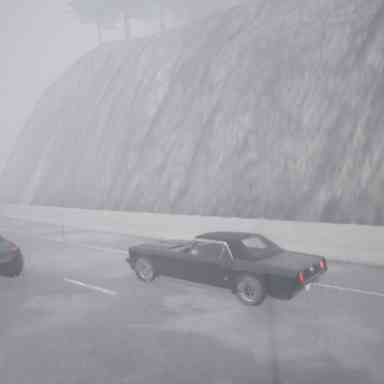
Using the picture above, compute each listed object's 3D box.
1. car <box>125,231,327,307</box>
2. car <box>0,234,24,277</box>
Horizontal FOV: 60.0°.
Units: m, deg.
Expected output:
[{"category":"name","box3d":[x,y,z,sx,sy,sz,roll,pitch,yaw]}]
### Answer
[{"category":"car","box3d":[0.577,1.615,8.033,4.718,1.301,1.895,0,0,37]},{"category":"car","box3d":[-6.399,1.570,9.127,4.181,1.385,1.994,0,0,39]}]
